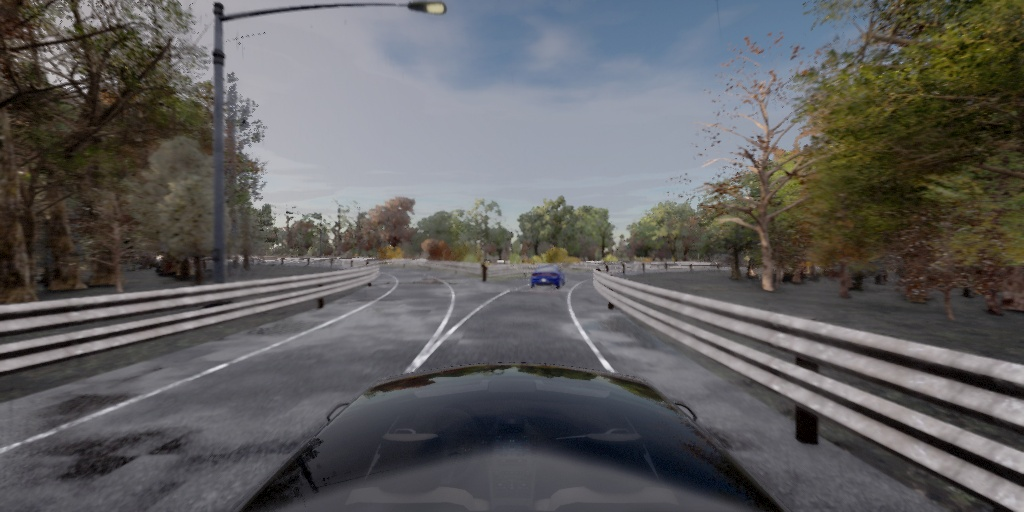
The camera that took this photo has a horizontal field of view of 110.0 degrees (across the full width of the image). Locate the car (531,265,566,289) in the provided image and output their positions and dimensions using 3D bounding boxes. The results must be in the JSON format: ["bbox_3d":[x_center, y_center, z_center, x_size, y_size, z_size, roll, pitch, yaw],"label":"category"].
[{"bbox_3d":[2.613,1.400,24.983,1.882,1.535,5.008,-1,-1,14],"label":"car"}]

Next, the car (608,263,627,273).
[{"bbox_3d":[15.478,1.734,52.949,1.812,1.442,4.674,-1,-1,37],"label":"car"}]
